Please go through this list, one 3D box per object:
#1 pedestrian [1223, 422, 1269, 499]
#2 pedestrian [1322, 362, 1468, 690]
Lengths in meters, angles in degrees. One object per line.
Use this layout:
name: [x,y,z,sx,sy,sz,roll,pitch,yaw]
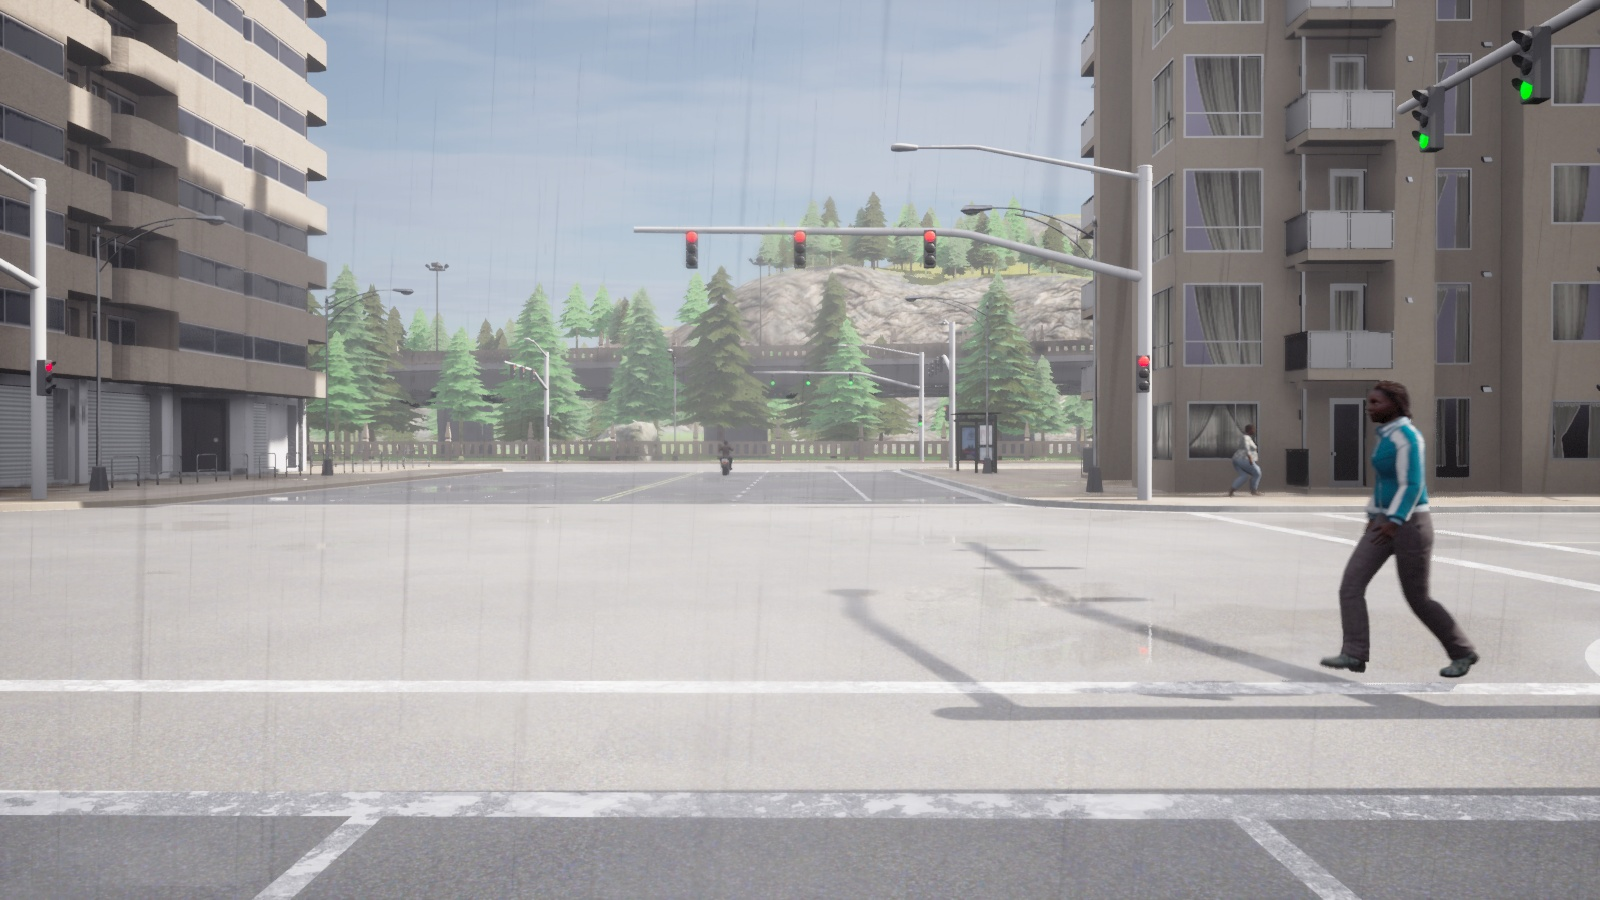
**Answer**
pedestrian: [10.928,0.240,30.776,0.900,1.855,0.874,0,0,8]
pedestrian: [3.586,0.445,7.597,0.692,1.930,0.396,0,0,1]
